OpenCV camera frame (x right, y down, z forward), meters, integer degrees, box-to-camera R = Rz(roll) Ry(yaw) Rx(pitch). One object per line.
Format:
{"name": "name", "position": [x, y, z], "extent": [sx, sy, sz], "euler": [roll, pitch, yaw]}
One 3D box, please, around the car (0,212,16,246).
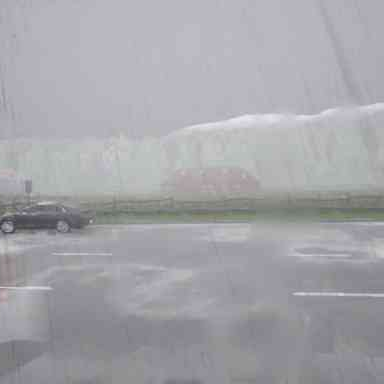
{"name": "car", "position": [-8.346, 1.452, 9.977], "extent": [4.902, 1.511, 2.128], "euler": [-1, 1, 8]}

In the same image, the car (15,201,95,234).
{"name": "car", "position": [-7.409, 1.264, 16.911], "extent": [4.892, 1.490, 1.837], "euler": [-1, 2, 8]}
